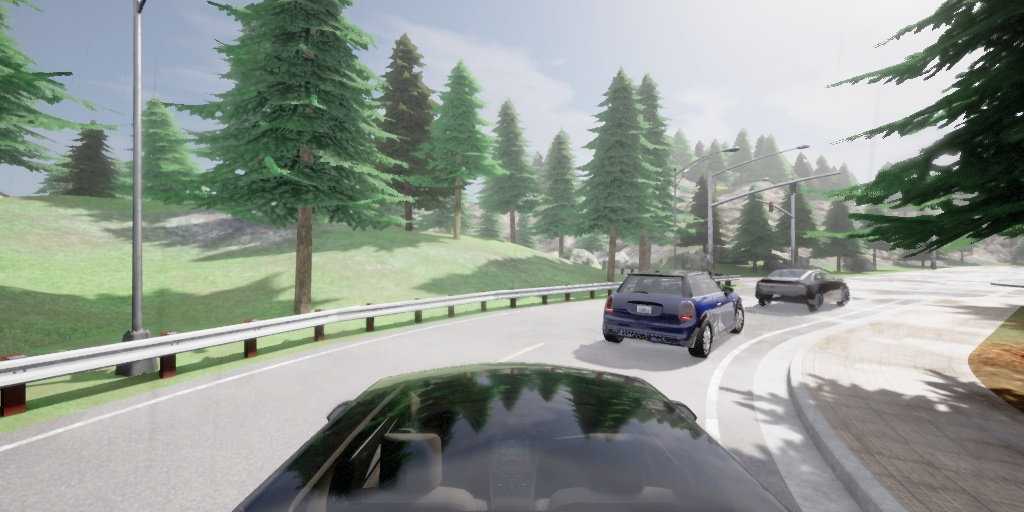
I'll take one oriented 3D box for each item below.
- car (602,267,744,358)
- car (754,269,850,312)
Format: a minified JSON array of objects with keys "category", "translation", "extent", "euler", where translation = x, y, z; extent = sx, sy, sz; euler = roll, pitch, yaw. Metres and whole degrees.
[{"category":"car","translation":[4.126,1.109,8.857],"extent":[2.097,1.767,4.553],"euler":[0,0,43]},{"category":"car","translation":[11.658,1.257,14.343],"extent":[4.902,1.511,2.128],"euler":[0,0,-33]}]
